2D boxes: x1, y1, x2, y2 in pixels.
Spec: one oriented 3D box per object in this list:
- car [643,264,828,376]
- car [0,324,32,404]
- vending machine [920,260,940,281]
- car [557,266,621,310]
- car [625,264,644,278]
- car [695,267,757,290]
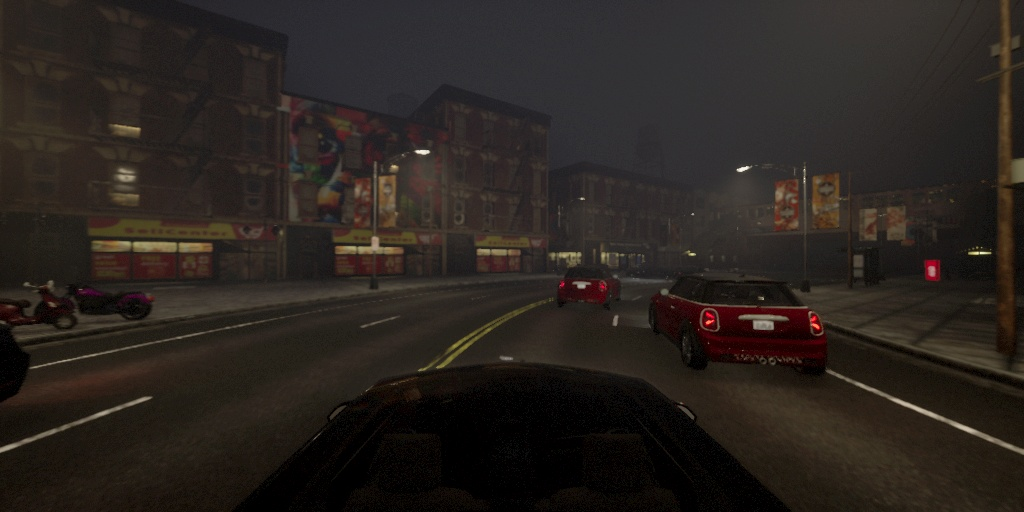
[{"bbox_3d":[4.486,1.163,7.931,2.097,1.767,4.553,0,0,10],"label":"car"},{"bbox_3d":[-6.858,1.223,2.238,1.837,1.490,4.892,0,0,3],"label":"car"},{"bbox_3d":[38.778,1.334,33.054,0.880,2.100,1.100,0,0,-34],"label":"vending machine"},{"bbox_3d":[3.502,1.205,15.751,2.097,1.767,4.553,0,0,23],"label":"car"},{"bbox_3d":[14.431,1.591,38.161,5.357,1.411,2.033,1,0,-35],"label":"car"},{"bbox_3d":[15.373,1.521,25.662,5.357,1.411,2.033,1,0,-38],"label":"car"}]
